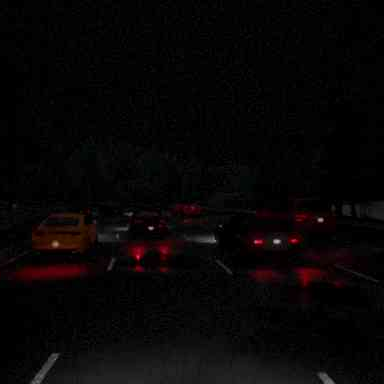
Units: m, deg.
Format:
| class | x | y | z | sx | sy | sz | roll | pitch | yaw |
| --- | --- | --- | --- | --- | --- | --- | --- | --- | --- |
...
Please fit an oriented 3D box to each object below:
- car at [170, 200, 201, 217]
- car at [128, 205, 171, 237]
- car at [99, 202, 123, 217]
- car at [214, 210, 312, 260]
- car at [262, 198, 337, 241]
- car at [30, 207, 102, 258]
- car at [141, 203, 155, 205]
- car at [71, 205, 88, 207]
| class | x | y | z | sx | sy | sz | roll | pitch | yaw |
| --- | --- | --- | --- | --- | --- | --- | --- | --- | --- |
| car | -0.760 | 1.620 | 34.947 | 2.097 | 1.767 | 4.553 | 0 | 0 | -23 |
| car | -2.661 | 1.684 | 19.229 | 1.812 | 1.442 | 4.674 | 0 | -1 | -14 |
| car | -8.828 | 1.788 | 35.809 | 1.882 | 1.535 | 5.008 | 0 | -1 | -26 |
| car | 2.283 | 1.637 | 12.970 | 2.033 | 1.411 | 5.357 | 0 | 0 | -9 |
| car | 5.034 | 1.329 | 17.064 | 2.150 | 2.045 | 5.566 | 0 | 0 | -12 |
| car | -4.977 | 1.602 | 13.470 | 1.882 | 1.535 | 5.008 | 0 | 0 | -10 |
| car | -4.752 | 1.853 | 35.342 | 1.994 | 1.385 | 4.181 | 0 | -1 | -24 |
| car | -11.084 | 1.896 | 32.565 | 1.895 | 1.301 | 4.718 | 0 | 0 | -24 |
